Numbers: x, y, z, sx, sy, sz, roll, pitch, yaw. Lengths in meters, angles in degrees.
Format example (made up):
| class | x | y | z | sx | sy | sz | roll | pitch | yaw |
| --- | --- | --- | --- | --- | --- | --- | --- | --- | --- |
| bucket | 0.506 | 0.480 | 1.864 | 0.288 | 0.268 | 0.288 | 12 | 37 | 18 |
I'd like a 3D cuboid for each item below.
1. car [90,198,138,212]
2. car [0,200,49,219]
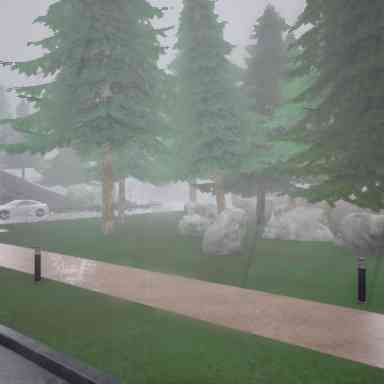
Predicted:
| class | x | y | z | sx | sy | sz | roll | pitch | yaw |
| --- | --- | --- | --- | --- | --- | --- | --- | --- | --- |
| car | -8.201 | 1.385 | 35.671 | 2.033 | 1.411 | 5.357 | 0 | 0 | 36 |
| car | -14.179 | 1.363 | 27.340 | 1.812 | 1.442 | 4.674 | 0 | 0 | 35 |
